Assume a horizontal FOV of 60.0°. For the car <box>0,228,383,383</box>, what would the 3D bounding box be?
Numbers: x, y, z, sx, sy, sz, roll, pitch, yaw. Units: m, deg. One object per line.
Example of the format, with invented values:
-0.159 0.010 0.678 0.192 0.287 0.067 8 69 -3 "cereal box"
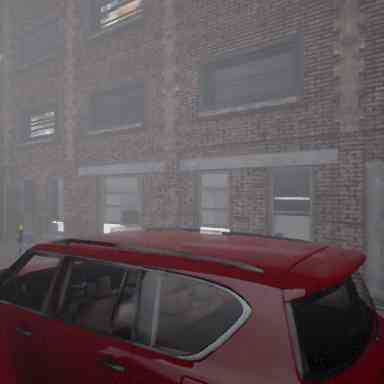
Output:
-0.717 1.313 3.388 5.009 1.841 2.192 0 0 35 "car"
